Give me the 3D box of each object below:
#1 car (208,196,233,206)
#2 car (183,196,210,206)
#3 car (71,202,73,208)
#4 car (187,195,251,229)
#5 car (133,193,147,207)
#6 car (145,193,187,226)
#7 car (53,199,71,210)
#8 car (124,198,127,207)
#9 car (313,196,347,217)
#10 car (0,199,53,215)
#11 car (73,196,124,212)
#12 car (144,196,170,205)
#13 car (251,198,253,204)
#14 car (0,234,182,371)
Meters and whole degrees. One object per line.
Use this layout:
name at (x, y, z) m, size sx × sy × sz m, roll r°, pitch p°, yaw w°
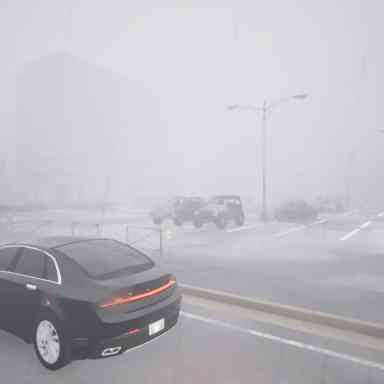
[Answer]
car at (4.750, 1.491, 54.847) m, size 2.128 × 1.511 × 4.902 m, roll 0°, pitch 0°, yaw 34°
car at (0.752, 1.491, 55.176) m, size 2.128 × 1.511 × 4.902 m, roll 0°, pitch 0°, yaw 34°
car at (-12.470, 1.526, 42.149) m, size 1.812 × 1.442 × 4.674 m, roll 0°, pitch 0°, yaw 34°
car at (1.732, 1.156, 20.212) m, size 1.905 × 1.878 × 3.866 m, roll 0°, pitch 0°, yaw 34°
car at (-6.584, 1.221, 50.860) m, size 2.150 × 2.045 × 5.566 m, roll 0°, pitch 0°, yaw 34°
car at (-0.632, 1.153, 21.882) m, size 1.932 × 1.855 × 4.605 m, roll 0°, pitch 0°, yaw 34°
car at (-17.144, 1.547, 41.492) m, size 2.033 × 1.411 × 5.357 m, roll 0°, pitch 0°, yaw 34°
car at (-11.807, 1.352, 49.410) m, size 2.097 × 1.767 × 4.553 m, roll 0°, pitch 0°, yaw 34°
car at (13.779, 1.395, 33.146) m, size 1.970 × 1.475 × 3.806 m, roll 0°, pitch 0°, yaw 34°
car at (-17.472, 1.601, 34.738) m, size 1.895 × 1.301 × 4.718 m, roll 0°, pitch 0°, yaw 34°
car at (-10.642, 1.491, 38.253) m, size 2.128 × 1.511 × 4.902 m, roll 0°, pitch 0°, yaw 34°
car at (-6.028, 1.526, 57.920) m, size 1.812 × 1.442 × 4.674 m, roll 0°, pitch 0°, yaw 35°
car at (9.870, 1.505, 62.456) m, size 1.837 × 1.490 × 4.892 m, roll 0°, pitch 0°, yaw 34°
car at (-2.429, 1.505, 5.733) m, size 4.892 × 1.490 × 1.837 m, roll 0°, pitch 0°, yaw 36°
